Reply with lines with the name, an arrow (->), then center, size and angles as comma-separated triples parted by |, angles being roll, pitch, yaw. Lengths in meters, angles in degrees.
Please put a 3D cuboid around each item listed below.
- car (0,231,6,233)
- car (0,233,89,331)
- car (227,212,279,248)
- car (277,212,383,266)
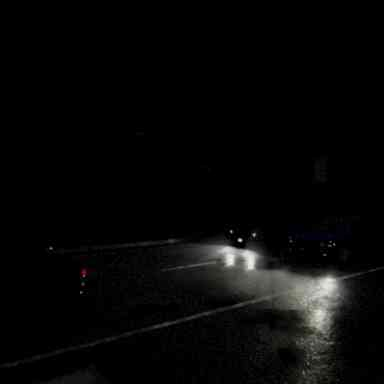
car -> -6.199, 1.548, 8.122 | 5.357, 1.411, 2.033 | 1, 0, -35
car -> -3.898, 1.566, 5.460 | 4.181, 1.385, 1.994 | 1, 0, -35
car -> 4.185, 1.671, 15.563 | 5.357, 1.411, 2.033 | 1, 0, -36
car -> 5.613, 1.591, 12.282 | 5.008, 1.535, 1.882 | 1, 0, -36
